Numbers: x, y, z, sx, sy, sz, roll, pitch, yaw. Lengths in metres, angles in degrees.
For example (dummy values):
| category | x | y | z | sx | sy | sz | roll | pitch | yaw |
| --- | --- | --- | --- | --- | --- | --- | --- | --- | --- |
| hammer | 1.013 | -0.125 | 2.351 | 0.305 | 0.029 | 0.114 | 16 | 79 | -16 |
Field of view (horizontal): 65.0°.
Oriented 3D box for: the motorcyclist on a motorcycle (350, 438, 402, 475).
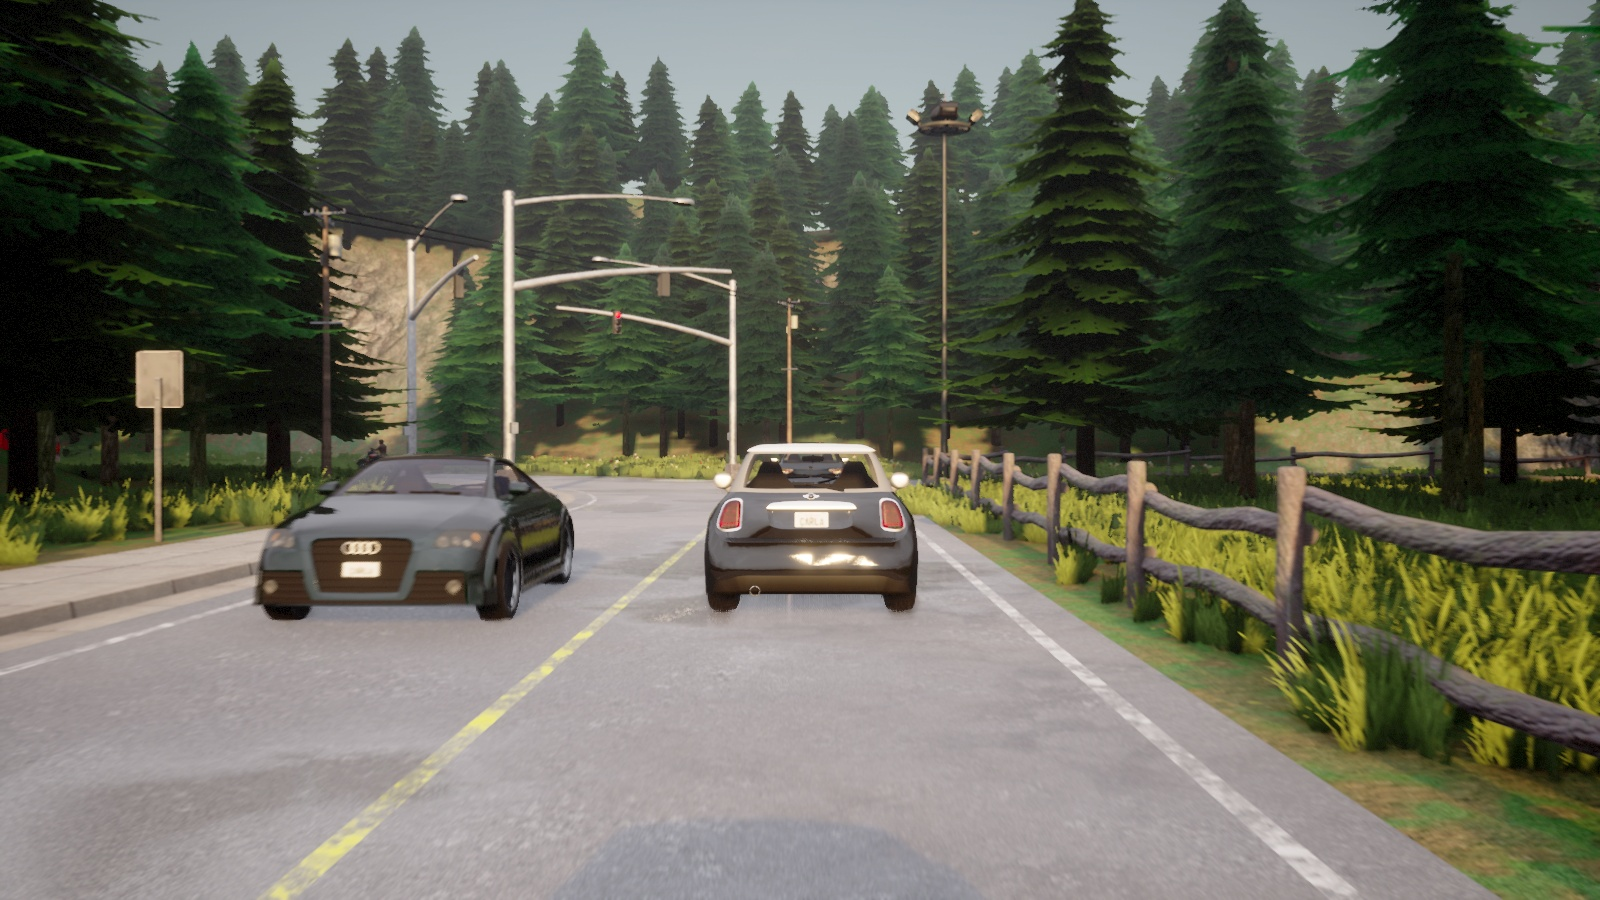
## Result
| category | x | y | z | sx | sy | sz | roll | pitch | yaw |
| --- | --- | --- | --- | --- | --- | --- | --- | --- | --- |
| motorcyclist on a motorcycle | -19.403 | 0.290 | 57.461 | 2.350 | 1.649 | 0.766 | 0 | 1 | 24 |

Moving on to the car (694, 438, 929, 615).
| category | x | y | z | sx | sy | sz | roll | pitch | yaw |
| --- | --- | --- | --- | --- | --- | --- | --- | --- | --- |
| car | 0.111 | 0.629 | 12.404 | 1.970 | 1.475 | 3.806 | 0 | 0 | 1 |

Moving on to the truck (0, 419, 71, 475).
| category | x | y | z | sx | sy | sz | roll | pitch | yaw |
| --- | --- | --- | --- | --- | --- | --- | --- | --- | --- |
| truck | -35.959 | -0.151 | 56.139 | 5.204 | 2.467 | 2.627 | 0 | 0 | -3 |

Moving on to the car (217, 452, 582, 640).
| category | x | y | z | sx | sy | sz | roll | pitch | yaw |
| --- | --- | --- | --- | --- | --- | --- | --- | --- | --- |
| car | -3.396 | 0.730 | 11.593 | 1.994 | 1.385 | 4.181 | 0 | 0 | 1 |
